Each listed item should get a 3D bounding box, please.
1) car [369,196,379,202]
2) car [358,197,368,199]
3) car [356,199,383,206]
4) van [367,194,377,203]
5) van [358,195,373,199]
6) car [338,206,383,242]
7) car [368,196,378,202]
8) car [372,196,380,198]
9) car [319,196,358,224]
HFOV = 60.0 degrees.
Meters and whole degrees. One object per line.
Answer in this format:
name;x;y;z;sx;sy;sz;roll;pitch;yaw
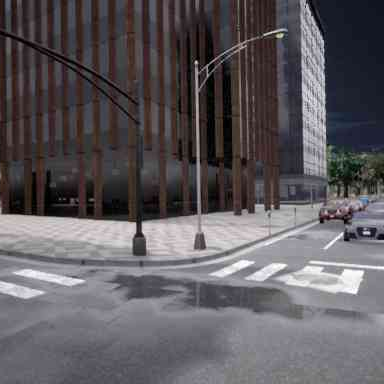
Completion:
car;44.650;1.675;81.565;1.947;1.339;4.313;-1;-1;31
car;19.429;1.613;39.428;1.752;1.417;4.829;-1;-1;31
car;13.225;1.509;23.848;1.882;1.535;5.008;-1;-1;31
van;39.061;1.443;72.236;1.690;1.788;3.998;-1;-1;31
van;25.098;1.432;48.908;1.690;1.788;3.998;-1;-1;31
car;8.581;1.595;16.108;1.994;1.385;4.181;-1;-1;31
car;41.769;1.631;76.754;1.752;1.417;4.829;-1;-1;31
car;23.663;1.579;41.122;2.033;1.411;5.357;-1;-1;31
car;11.135;1.401;25.579;2.192;1.841;5.009;-1;-1;31
